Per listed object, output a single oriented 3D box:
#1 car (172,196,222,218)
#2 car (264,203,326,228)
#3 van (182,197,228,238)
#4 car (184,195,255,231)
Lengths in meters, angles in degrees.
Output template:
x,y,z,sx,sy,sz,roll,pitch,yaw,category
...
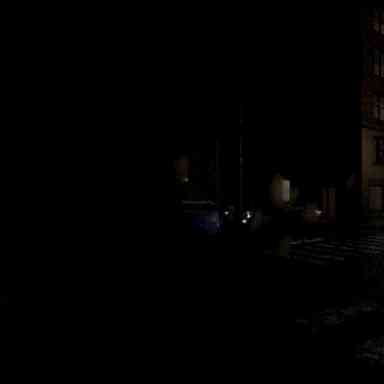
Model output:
x,y,z,sx,sy,sz,roll,pitch,yaw,category
0.357,1.291,31.533,2.192,1.841,5.009,0,0,-35,car
6.771,1.423,22.388,1.967,1.590,4.097,0,0,-35,car
-0.199,1.340,17.478,1.690,1.788,3.998,0,0,-35,van
1.310,1.214,20.167,2.150,2.045,5.566,0,0,-33,car
